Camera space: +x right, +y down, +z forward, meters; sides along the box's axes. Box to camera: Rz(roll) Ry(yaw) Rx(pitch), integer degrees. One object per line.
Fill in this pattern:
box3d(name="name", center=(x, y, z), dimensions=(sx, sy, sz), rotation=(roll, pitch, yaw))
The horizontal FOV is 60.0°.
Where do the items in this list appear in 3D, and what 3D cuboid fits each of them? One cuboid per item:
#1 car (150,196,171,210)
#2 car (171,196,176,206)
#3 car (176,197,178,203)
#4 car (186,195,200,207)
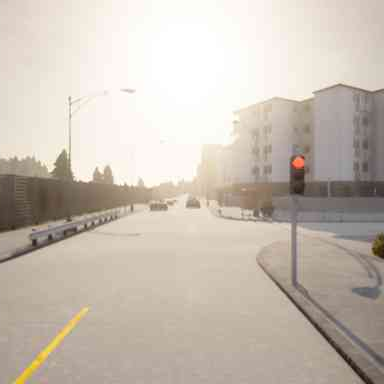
box3d(name="car", center=(-4.043, 1.540, 41.531), dimensions=(1.994, 1.385, 4.181), rotation=(0, 0, 0))
box3d(name="car", center=(-4.015, 1.494, 54.764), dimensions=(1.812, 1.442, 4.674), rotation=(0, 0, 0))
box3d(name="car", center=(-3.914, 1.507, 69.249), dimensions=(2.033, 1.411, 5.357), rotation=(0, 0, 0))
box3d(name="car", center=(0.162, 1.535, 50.058), dimensions=(1.994, 1.385, 4.181), rotation=(0, 0, 0))
